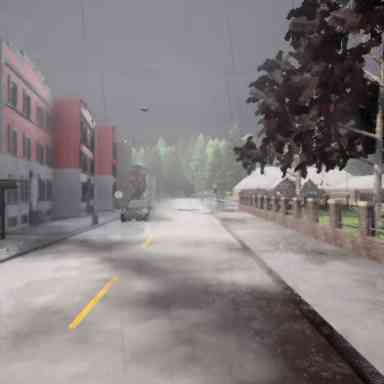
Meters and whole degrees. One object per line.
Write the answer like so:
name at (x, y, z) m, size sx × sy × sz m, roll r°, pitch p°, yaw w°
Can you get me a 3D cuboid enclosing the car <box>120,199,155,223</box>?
car at (-4.073, 1.357, 25.545) m, size 2.097 × 1.767 × 4.553 m, roll 0°, pitch 0°, yaw 0°
